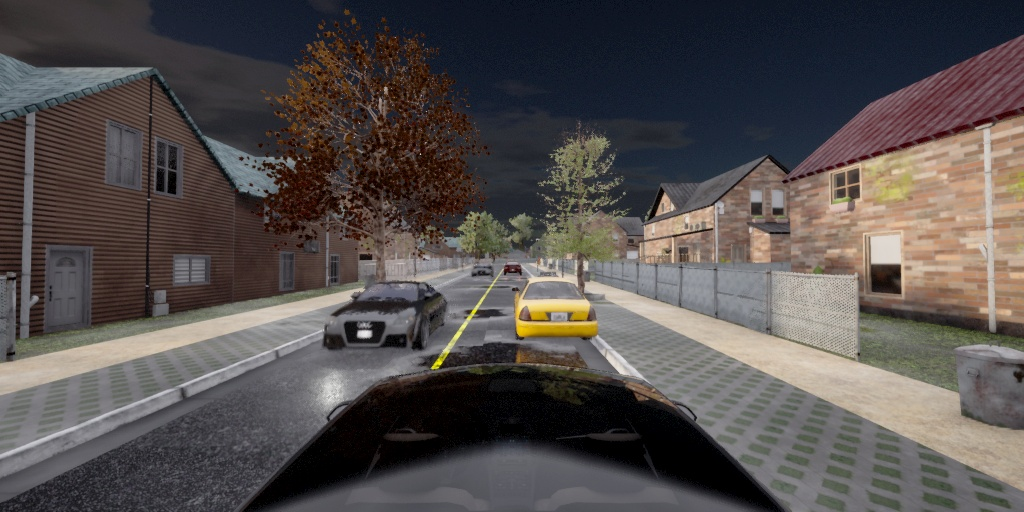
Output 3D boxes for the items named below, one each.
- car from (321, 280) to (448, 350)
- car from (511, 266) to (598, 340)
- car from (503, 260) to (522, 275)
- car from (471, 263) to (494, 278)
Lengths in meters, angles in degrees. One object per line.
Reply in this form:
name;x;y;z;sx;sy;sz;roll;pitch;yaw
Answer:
car;-2.848;1.318;8.916;1.994;1.385;4.181;0;0;0
car;0.964;1.210;9.873;1.801;1.575;5.366;0;0;0
car;0.089;1.254;38.814;1.882;1.535;5.008;0;0;0
car;-2.741;1.336;34.122;1.994;1.385;4.181;0;0;0
